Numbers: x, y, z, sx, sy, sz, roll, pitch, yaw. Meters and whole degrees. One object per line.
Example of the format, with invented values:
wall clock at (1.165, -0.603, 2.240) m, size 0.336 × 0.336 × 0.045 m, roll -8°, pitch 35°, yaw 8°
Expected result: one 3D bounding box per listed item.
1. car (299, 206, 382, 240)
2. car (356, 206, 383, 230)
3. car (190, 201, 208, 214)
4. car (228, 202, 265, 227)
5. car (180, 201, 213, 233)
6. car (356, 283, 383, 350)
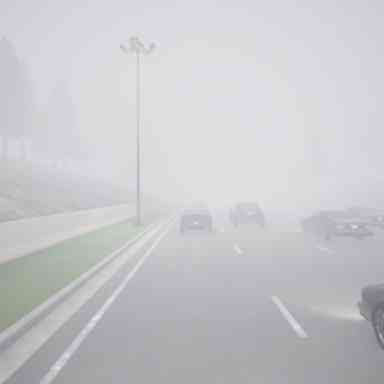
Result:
car at (7.219, 1.605, 17.222) m, size 2.033 × 1.411 × 5.357 m, roll 0°, pitch 0°, yaw 1°
car at (10.766, 1.611, 21.517) m, size 2.033 × 1.411 × 5.357 m, roll 0°, pitch 0°, yaw 1°
car at (0.847, 1.771, 39.606) m, size 1.994 × 1.385 × 4.181 m, roll 0°, pitch 0°, yaw 3°
car at (3.803, 1.461, 23.813) m, size 2.097 × 1.767 × 4.553 m, roll 0°, pitch 0°, yaw 1°
car at (0.256, 1.587, 20.786) m, size 1.882 × 1.535 × 5.008 m, roll 0°, pitch 0°, yaw 1°
car at (3.580, 1.547, 2.980) m, size 2.033 × 1.411 × 5.357 m, roll 0°, pitch 0°, yaw 1°
